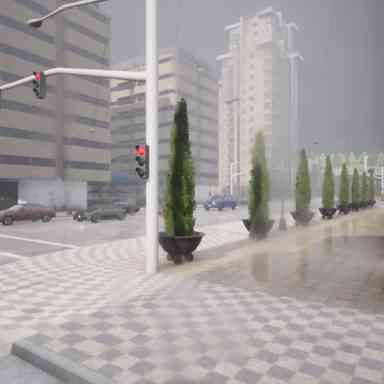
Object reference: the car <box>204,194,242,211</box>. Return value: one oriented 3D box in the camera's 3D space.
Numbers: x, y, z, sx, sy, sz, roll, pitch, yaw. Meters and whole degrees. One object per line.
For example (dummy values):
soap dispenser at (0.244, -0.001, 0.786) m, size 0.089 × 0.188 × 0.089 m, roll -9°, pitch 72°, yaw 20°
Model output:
car at (3.674, 1.277, 41.836) m, size 2.150 × 2.045 × 5.566 m, roll 0°, pitch 0°, yaw 35°

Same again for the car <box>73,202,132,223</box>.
car at (-7.160, 1.619, 26.121) m, size 1.994 × 1.385 × 4.181 m, roll 0°, pitch 0°, yaw 35°

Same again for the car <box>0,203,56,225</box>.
car at (-12.429, 1.581, 24.602) m, size 1.812 × 1.442 × 4.674 m, roll 0°, pitch 0°, yaw 34°

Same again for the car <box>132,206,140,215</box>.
car at (-7.288, 1.656, 32.109) m, size 1.895 × 1.301 × 4.718 m, roll 0°, pitch 0°, yaw 35°

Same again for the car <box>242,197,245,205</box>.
car at (7.501, 1.564, 53.443) m, size 1.837 × 1.490 × 4.892 m, roll 0°, pitch 0°, yaw 35°
